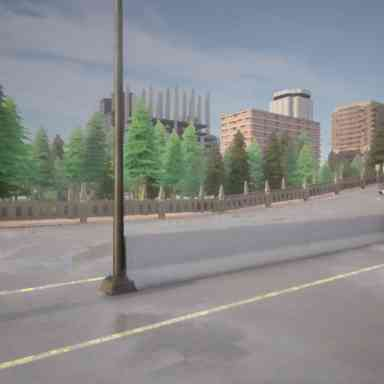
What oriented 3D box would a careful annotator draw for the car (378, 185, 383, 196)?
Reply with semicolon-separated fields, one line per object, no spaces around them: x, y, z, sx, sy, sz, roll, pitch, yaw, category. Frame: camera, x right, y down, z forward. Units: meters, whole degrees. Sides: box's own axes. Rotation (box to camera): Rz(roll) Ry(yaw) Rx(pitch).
22.652;-0.472;37.088;4.902;1.511;2.128;-9;5;-35;car
